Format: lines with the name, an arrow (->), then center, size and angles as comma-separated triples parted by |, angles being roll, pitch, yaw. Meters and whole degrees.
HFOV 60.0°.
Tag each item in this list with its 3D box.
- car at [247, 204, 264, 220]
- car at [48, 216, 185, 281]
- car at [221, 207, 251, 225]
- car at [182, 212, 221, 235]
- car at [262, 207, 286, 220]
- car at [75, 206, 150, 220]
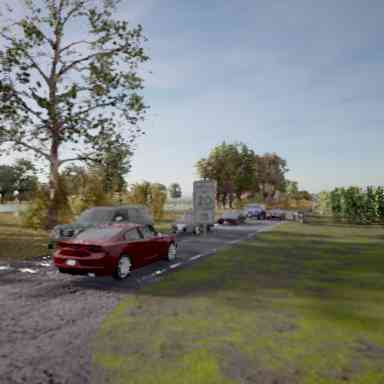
car -> 8.266, 2.597, 43.941 | 2.150, 2.045, 5.566 | -1, -2, 23
car -> -2.213, 1.763, 10.972 | 1.882, 1.535, 5.008 | -1, -2, 22
car -> 4.175, 2.599, 34.157 | 2.033, 1.411, 5.357 | -1, -2, 23
car -> 0.134, 2.221, 24.391 | 2.128, 1.511, 4.902 | -1, -2, 22
car -> 10.860, 2.880, 42.779 | 2.033, 1.411, 5.357 | -1, -2, 23
car -> -3.747, 1.642, 14.963 | 2.150, 2.045, 5.566 | -1, -2, 22
